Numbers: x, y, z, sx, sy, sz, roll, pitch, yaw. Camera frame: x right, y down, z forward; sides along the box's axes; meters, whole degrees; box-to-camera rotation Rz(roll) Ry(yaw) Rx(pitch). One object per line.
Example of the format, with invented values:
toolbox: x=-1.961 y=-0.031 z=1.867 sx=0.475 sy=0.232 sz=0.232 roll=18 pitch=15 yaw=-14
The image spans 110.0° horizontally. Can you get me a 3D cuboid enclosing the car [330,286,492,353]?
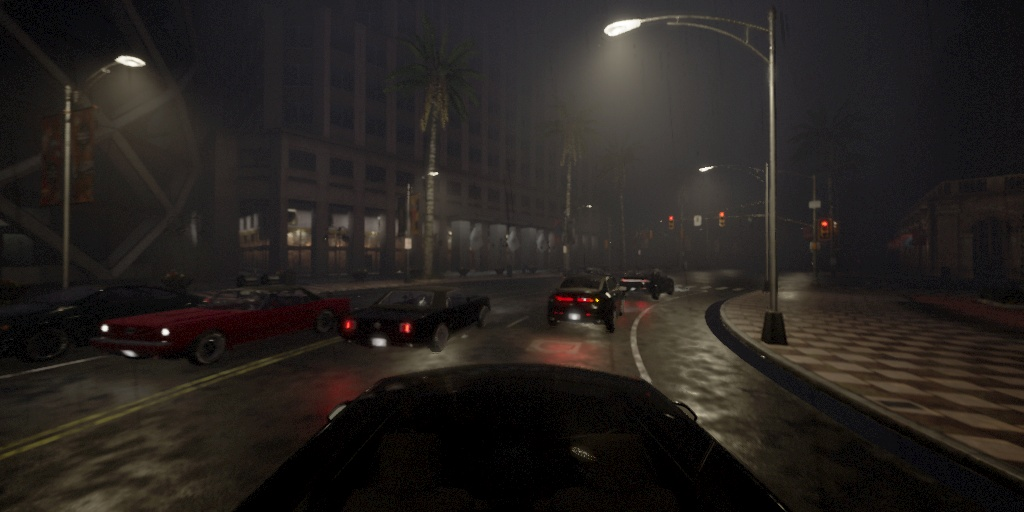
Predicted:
car: x=-2.024 y=1.411 z=9.104 sx=1.895 sy=1.301 sz=4.718 roll=0 pitch=-1 yaw=14

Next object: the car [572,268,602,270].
car: x=4.643 y=1.433 z=21.482 sx=2.128 sy=1.511 sz=4.902 roll=0 pitch=-1 yaw=37

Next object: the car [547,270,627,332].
car: x=2.483 y=1.349 z=11.491 sx=1.837 sy=1.490 sz=4.892 roll=0 pitch=-1 yaw=21

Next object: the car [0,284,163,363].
car: x=-9.514 y=1.342 z=8.228 sx=1.994 sy=1.385 sz=4.181 roll=0 pitch=-1 yaw=12

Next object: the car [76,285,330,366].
car: x=-6.083 y=1.391 z=8.324 sx=1.895 sy=1.301 sz=4.718 roll=0 pitch=-1 yaw=13

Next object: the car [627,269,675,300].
car: x=7.332 y=1.422 z=19.336 sx=2.128 sy=1.511 sz=4.902 roll=0 pitch=-1 yaw=37
